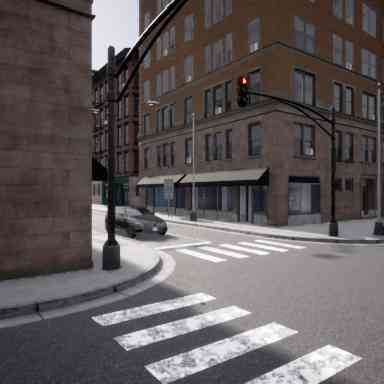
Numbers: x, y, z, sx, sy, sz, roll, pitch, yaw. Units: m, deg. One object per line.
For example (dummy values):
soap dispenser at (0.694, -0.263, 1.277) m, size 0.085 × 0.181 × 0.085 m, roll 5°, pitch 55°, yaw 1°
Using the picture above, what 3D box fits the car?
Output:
car at (-3.048, 1.436, 17.282) m, size 1.812 × 1.442 × 4.674 m, roll 0°, pitch 0°, yaw -35°
